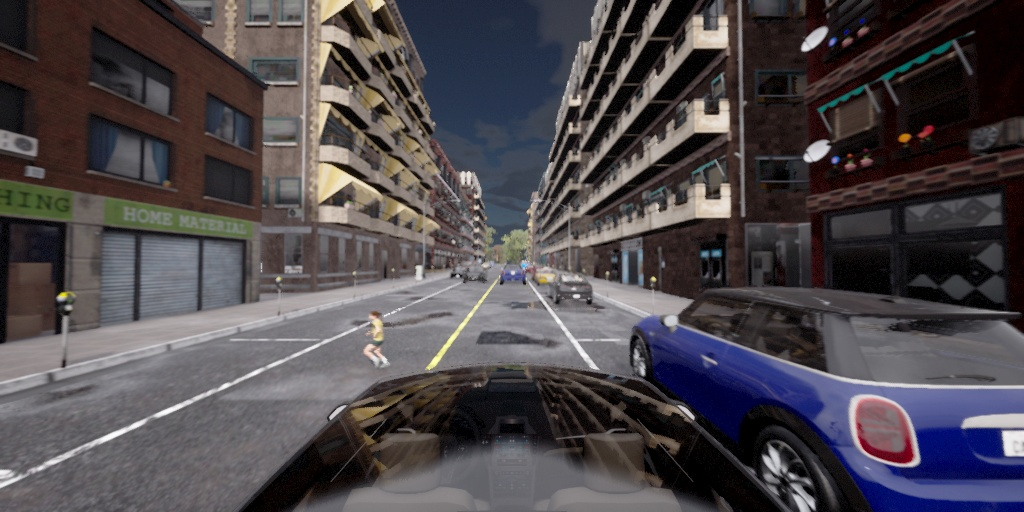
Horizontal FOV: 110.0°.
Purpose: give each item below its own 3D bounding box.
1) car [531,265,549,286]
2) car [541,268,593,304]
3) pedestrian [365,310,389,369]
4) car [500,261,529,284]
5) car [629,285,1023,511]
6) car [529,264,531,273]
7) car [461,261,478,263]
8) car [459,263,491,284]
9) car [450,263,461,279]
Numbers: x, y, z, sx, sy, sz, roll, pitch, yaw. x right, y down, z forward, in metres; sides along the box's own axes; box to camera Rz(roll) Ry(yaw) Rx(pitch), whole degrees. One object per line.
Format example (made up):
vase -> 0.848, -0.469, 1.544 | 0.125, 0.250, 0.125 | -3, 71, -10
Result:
car -> 2.708, 1.574, 28.484 | 1.751, 1.417, 4.829 | 0, 0, 0
car -> 2.700, 1.474, 17.172 | 2.007, 1.370, 4.403 | 0, 0, 0
pedestrian -> -2.447, 1.477, 6.541 | 0.500, 1.100, 0.500 | 1, -2, -5
car -> 0.098, 1.428, 30.820 | 2.097, 1.767, 4.553 | 0, -1, 0
car -> 3.001, 1.129, 4.205 | 2.097, 1.767, 4.553 | 0, -1, 0
car -> 2.711, 1.693, 33.885 | 1.802, 1.307, 4.207 | 0, 0, 0
car -> -5.662, 1.550, 45.071 | 2.192, 1.841, 5.009 | 0, 0, 0
car -> -3.078, 1.579, 30.703 | 1.837, 1.490, 4.892 | 0, -1, 0
car -> -5.666, 1.739, 39.501 | 1.948, 1.339, 4.313 | 0, 0, 0
